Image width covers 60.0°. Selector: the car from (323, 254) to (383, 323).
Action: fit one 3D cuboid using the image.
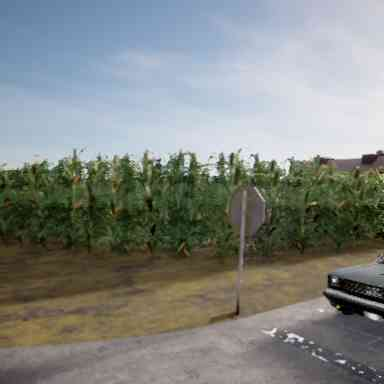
[{"bbox_3d":[4.685,1.711,6.488,4.718,1.301,1.895,2,0,-34],"label":"car"}]
